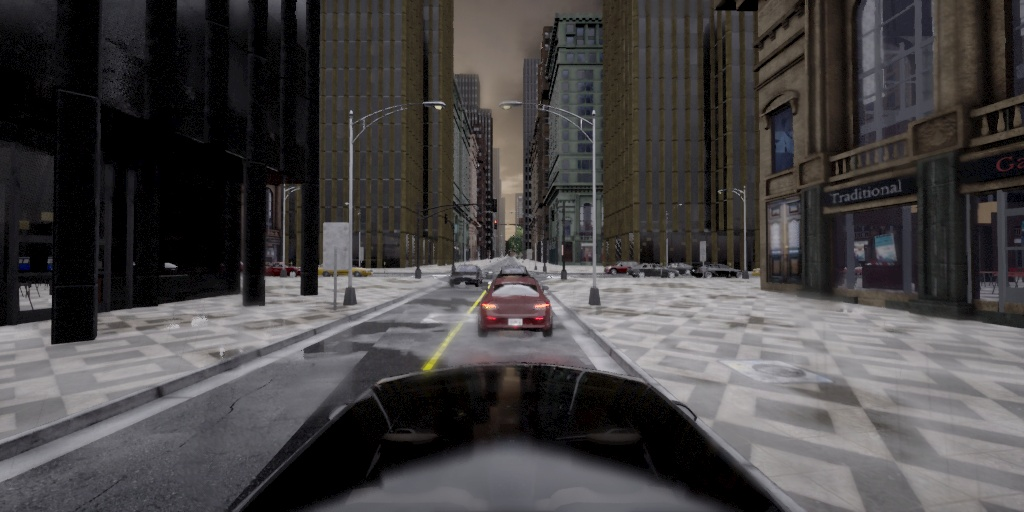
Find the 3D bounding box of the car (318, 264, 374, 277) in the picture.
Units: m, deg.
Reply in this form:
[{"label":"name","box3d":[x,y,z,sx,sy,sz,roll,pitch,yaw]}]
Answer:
[{"label":"car","box3d":[-14.603,1.188,31.288,4.829,1.417,1.751,0,0,0]}]

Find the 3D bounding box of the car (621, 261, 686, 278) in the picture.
[{"label":"car","box3d":[12.316,1.294,31.389,4.403,1.370,2.007,0,0,0]}]

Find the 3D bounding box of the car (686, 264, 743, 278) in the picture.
[{"label":"car","box3d":[17.986,1.330,31.410,4.313,1.339,1.948,0,0,0]}]

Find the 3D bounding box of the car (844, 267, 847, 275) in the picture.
[{"label":"car","box3d":[34.989,1.561,39.997,4.207,1.307,1.802,0,0,0]}]

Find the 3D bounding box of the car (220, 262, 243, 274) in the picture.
[{"label":"car","box3d":[-30.973,1.305,39.751,4.507,1.381,1.888,0,0,0]}]

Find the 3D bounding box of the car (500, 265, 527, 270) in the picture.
[{"label":"car","box3d":[0.092,1.247,19.394,2.128,1.511,4.902,0,0,0]}]

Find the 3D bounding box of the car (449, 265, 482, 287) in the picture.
[{"label":"car","box3d":[-3.009,1.304,24.541,2.033,1.411,5.357,0,0,0]}]

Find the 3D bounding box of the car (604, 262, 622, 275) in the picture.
[{"label":"car","box3d":[12.315,1.313,39.913,4.097,1.591,1.967,0,0,0]}]

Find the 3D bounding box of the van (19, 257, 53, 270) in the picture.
[{"label":"van","box3d":[-41.274,0.956,31.188,3.998,1.789,1.690,0,0,0]}]

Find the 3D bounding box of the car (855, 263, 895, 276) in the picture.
[{"label":"car","box3d":[40.656,1.455,40.018,4.097,1.591,1.967,0,0,0]}]

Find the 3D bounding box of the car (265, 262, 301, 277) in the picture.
[{"label":"car","box3d":[-20.073,1.195,31.268,4.507,1.381,1.888,0,0,0]}]

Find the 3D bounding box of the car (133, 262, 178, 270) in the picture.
[{"label":"car","box3d":[-30.673,1.196,31.228,4.313,1.339,1.948,0,0,0]}]

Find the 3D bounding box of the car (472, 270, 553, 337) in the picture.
[{"label":"car","box3d":[0.088,1.278,10.141,1.812,1.442,4.674,0,0,0]}]

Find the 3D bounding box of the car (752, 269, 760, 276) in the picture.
[{"label":"car","box3d":[23.823,1.314,31.431,4.829,1.417,1.751,0,0,0]}]
